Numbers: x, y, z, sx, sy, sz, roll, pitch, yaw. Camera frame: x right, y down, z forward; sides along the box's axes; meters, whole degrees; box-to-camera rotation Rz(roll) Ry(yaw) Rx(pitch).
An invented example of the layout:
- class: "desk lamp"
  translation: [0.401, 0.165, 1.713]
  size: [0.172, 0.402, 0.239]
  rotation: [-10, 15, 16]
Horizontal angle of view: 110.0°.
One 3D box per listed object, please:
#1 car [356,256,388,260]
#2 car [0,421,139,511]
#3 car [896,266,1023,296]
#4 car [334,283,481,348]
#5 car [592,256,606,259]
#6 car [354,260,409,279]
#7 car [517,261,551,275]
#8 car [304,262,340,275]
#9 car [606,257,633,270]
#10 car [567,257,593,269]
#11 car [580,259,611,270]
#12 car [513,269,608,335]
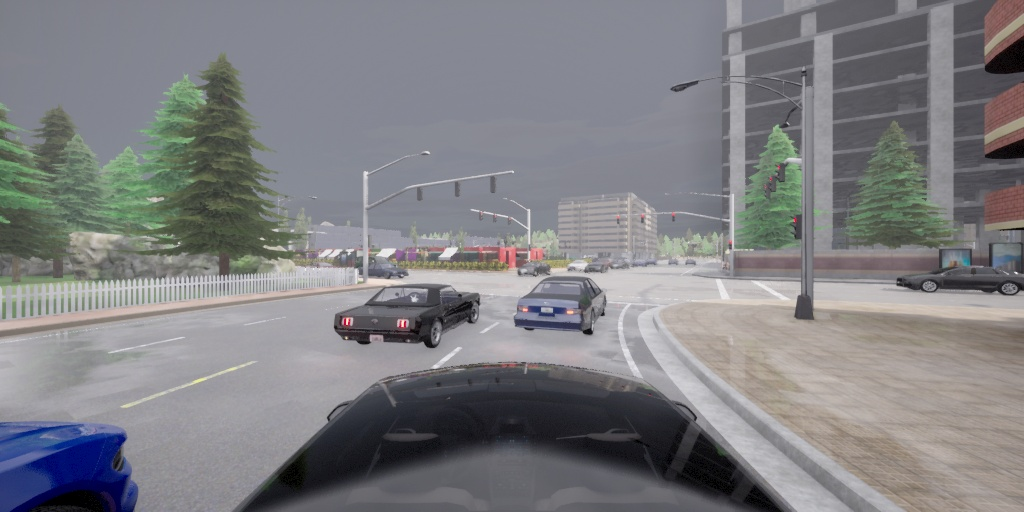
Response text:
- class: "car"
  translation: [-14.682, 1.027, 38.808]
  size: [5.566, 2.045, 2.150]
  rotation: [0, 0, 30]
- class: "car"
  translation: [-3.214, 1.228, 0.115]
  size: [1.882, 1.535, 5.008]
  rotation: [0, 0, -2]
- class: "car"
  translation: [25.032, 1.310, 20.052]
  size: [4.892, 1.490, 1.837]
  rotation: [0, 0, 30]
- class: "car"
  translation: [-2.261, 1.351, 9.296]
  size: [1.895, 1.301, 4.718]
  rotation: [0, 0, 11]
- class: "car"
  translation: [14.800, 1.103, 57.368]
  size: [2.097, 1.767, 4.553]
  rotation: [0, 0, 30]
- class: "car"
  translation: [-12.040, 1.353, 33.215]
  size: [5.357, 1.411, 2.033]
  rotation: [0, 0, 31]
- class: "car"
  translation: [2.245, 1.279, 35.376]
  size: [2.128, 1.511, 4.902]
  rotation: [0, 0, 30]
- class: "car"
  translation: [-20.076, 1.331, 37.891]
  size: [4.674, 1.442, 1.812]
  rotation: [0, 0, 30]
- class: "car"
  translation: [15.439, 1.242, 51.437]
  size: [2.128, 1.511, 4.902]
  rotation: [0, 0, 30]
- class: "car"
  translation: [8.661, 1.276, 46.630]
  size: [1.812, 1.442, 4.674]
  rotation: [0, 0, 30]
- class: "car"
  translation: [9.566, 1.316, 40.799]
  size: [1.994, 1.385, 4.181]
  rotation: [0, 0, 26]
- class: "car"
  translation: [1.674, 1.297, 10.653]
  size: [2.033, 1.411, 5.357]
  rotation: [0, 0, 20]
